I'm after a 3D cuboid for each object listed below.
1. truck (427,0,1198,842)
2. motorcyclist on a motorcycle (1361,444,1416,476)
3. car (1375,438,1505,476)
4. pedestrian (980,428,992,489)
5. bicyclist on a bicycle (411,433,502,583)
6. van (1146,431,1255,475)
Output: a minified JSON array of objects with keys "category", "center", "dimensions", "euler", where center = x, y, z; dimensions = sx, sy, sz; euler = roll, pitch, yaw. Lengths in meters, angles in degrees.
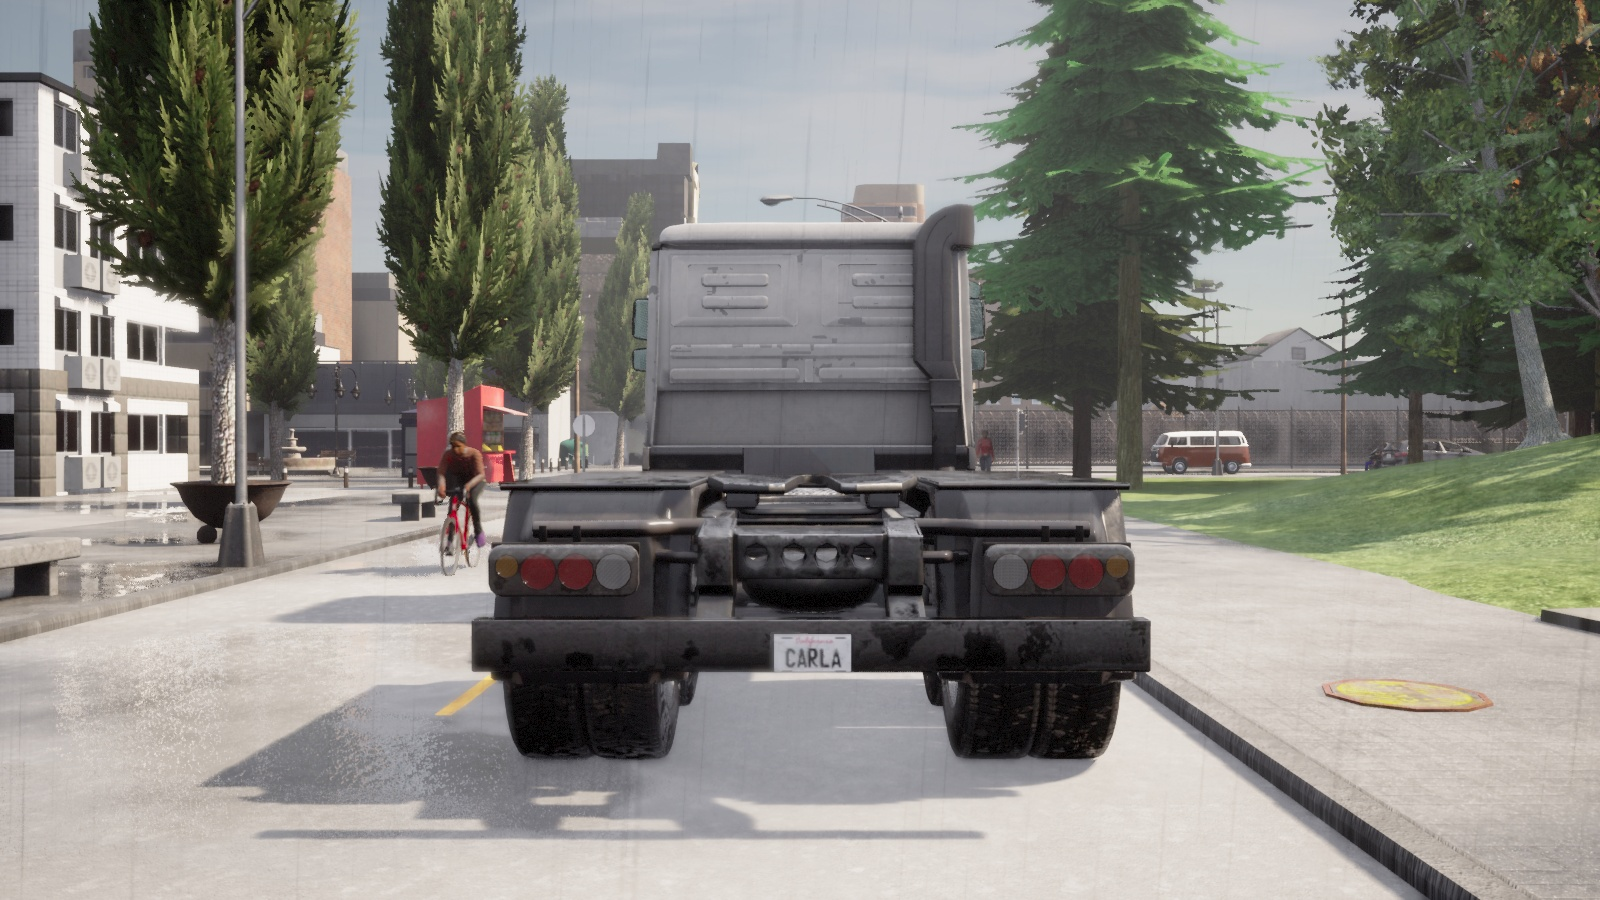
[{"category":"truck","center":[0.066,-0.284,8.680],"dimensions":[2.891,3.462,7.936],"euler":[0,0,0]},{"category":"motorcyclist on a motorcycle","center":[27.907,0.468,59.590],"dimensions":[2.191,1.530,0.866],"euler":[0,0,0]},{"category":"car","center":[28.265,0.300,55.584],"dimensions":[4.611,1.667,2.242],"euler":[0,0,0]},{"category":"pedestrian","center":[5.677,0.244,38.330],"dimensions":[0.331,1.846,0.636],"euler":[0,0,4]},{"category":"bicyclist on a bicycle","center":[-3.904,0.615,14.375],"dimensions":[0.582,1.620,1.656],"euler":[0,1,0]},{"category":"van","center":[18.968,0.149,59.629],"dimensions":[4.480,2.038,2.069],"euler":[0,0,0]}]
